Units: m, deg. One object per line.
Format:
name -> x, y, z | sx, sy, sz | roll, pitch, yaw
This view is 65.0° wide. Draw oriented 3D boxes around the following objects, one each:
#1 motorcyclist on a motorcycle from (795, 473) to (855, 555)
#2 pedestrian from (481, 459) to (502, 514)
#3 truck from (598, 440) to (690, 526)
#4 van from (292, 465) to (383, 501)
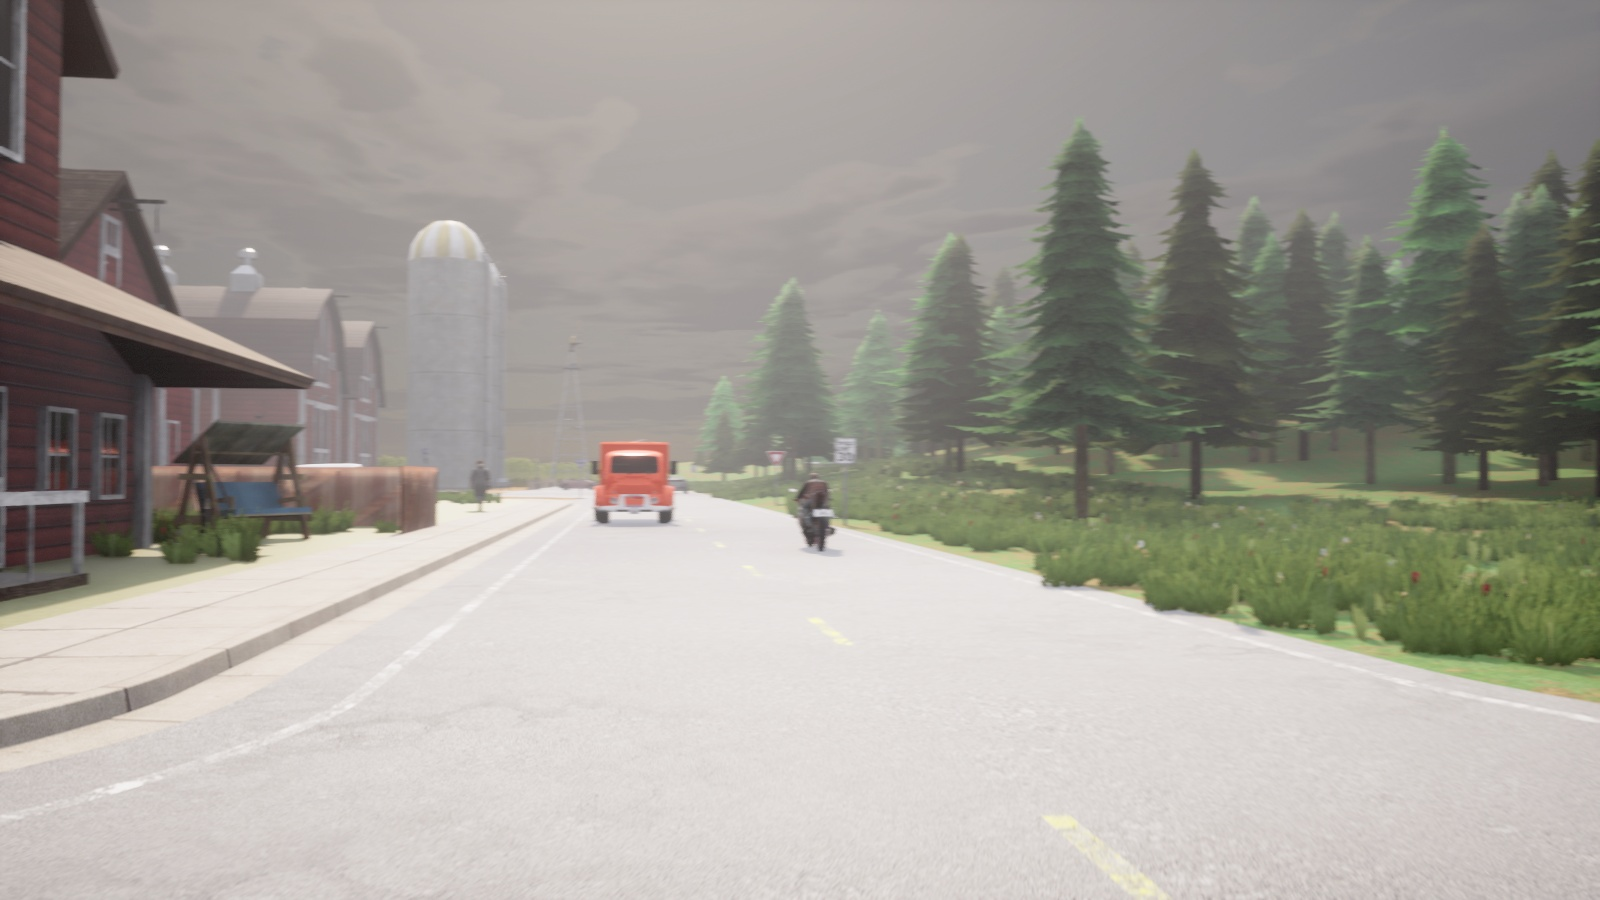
motorcyclist on a motorcycle -> 0.465, 1.224, 24.581 | 0.866, 1.530, 2.191 | 0, -1, -7
pedestrian -> -10.968, 1.294, 44.651 | 0.659, 1.952, 0.873 | 0, -1, -17
truck -> -4.811, 1.018, 38.795 | 2.627, 2.467, 5.204 | 0, -1, -7
van -> -26.842, 1.937, 72.924 | 4.480, 2.038, 2.069 | 0, -2, 9
